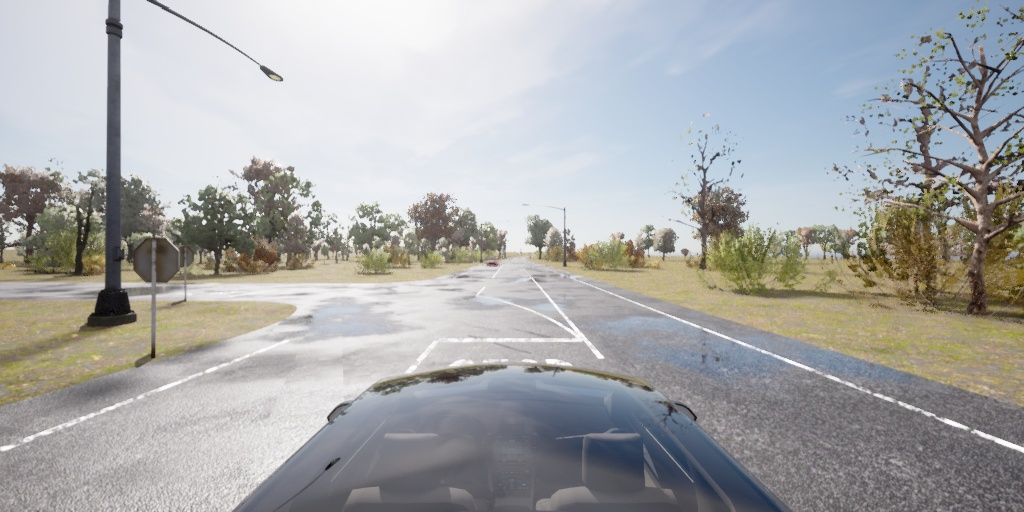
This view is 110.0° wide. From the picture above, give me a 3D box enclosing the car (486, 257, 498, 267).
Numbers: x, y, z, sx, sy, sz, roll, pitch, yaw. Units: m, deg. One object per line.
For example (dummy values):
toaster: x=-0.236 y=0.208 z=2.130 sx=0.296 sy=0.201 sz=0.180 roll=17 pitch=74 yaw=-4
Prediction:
car: x=-3.557 y=1.002 z=64.523 sx=2.097 sy=1.767 sz=4.553 roll=0 pitch=0 yaw=0
